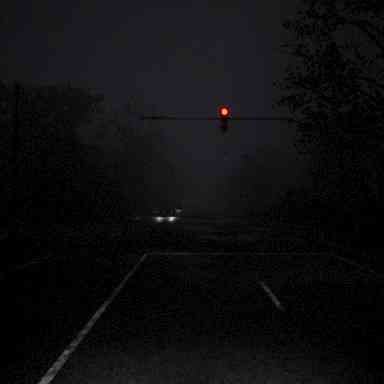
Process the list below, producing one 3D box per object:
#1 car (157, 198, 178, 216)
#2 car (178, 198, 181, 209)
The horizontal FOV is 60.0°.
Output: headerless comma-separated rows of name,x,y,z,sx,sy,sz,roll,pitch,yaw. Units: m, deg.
car,-3.461,2.174,44.930,2.150,2.045,5.566,0,-1,0
car,-3.324,2.247,64.035,2.150,2.045,5.566,0,0,1
